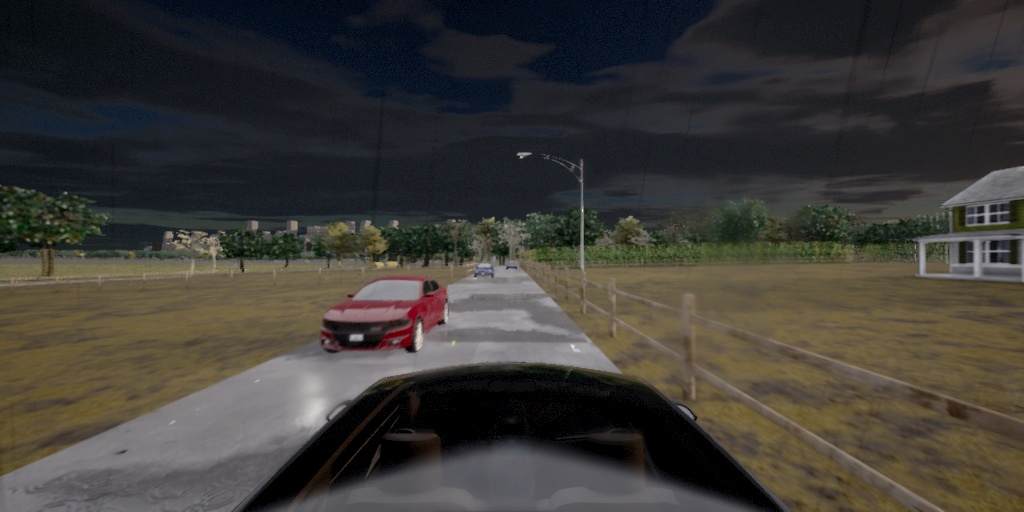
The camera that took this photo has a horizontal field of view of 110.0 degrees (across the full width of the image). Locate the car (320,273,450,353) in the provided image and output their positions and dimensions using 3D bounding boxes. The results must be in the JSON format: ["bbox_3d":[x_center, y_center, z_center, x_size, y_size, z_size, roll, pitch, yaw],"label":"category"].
[{"bbox_3d":[-2.840,1.236,9.060,1.882,1.535,5.008,0,0,0],"label":"car"}]

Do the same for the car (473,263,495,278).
[{"bbox_3d":[-2.762,1.429,36.565,1.812,1.442,4.674,0,0,0],"label":"car"}]

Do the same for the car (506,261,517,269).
[{"bbox_3d":[-0.022,1.695,64.188,1.994,1.385,4.181,0,-1,0],"label":"car"}]
